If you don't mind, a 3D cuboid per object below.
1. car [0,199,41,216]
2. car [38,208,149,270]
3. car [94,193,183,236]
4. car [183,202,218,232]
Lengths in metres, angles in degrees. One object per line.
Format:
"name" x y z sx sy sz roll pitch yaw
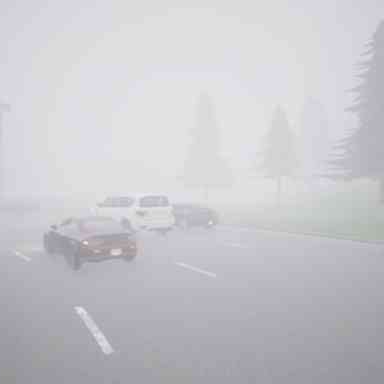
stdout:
"car" -15.996 1.354 30.465 4.902 1.511 2.128 0 0 27
"car" -3.437 1.452 10.885 1.812 1.442 4.674 -1 1 -37
"car" -3.185 1.093 16.492 2.150 2.045 5.566 -1 1 -42
"car" -0.676 1.331 18.826 1.837 1.490 4.892 0 0 -42
